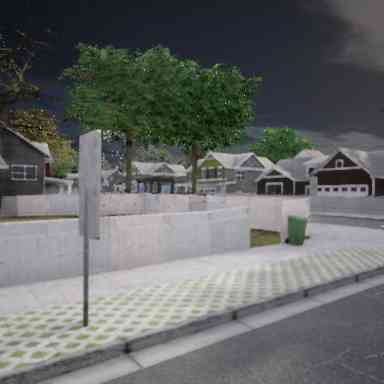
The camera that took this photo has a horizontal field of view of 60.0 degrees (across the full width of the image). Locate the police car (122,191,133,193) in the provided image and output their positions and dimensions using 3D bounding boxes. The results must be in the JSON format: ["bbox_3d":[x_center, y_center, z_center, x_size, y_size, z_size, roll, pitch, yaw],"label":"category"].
[{"bbox_3d":[-7.981,0.695,42.125,1.930,1.638,5.238,1,0,-36],"label":"police car"}]
